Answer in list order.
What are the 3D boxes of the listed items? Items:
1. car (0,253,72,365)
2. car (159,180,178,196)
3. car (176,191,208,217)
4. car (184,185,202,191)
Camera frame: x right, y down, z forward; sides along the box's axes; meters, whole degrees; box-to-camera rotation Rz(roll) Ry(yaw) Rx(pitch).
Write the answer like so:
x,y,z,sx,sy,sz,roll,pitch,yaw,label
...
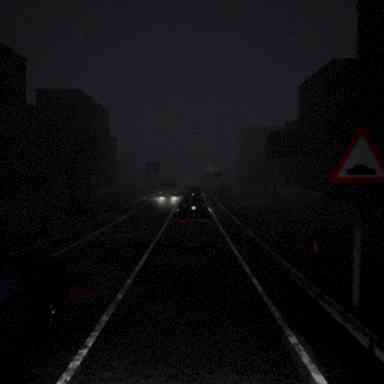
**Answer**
x,y,z,sx,sy,sz,roll,pitch,yaw,label
-3.091,1.507,3.708,2.033,1.411,5.357,0,1,0,car
-3.083,-0.568,44.369,2.150,2.045,5.566,0,4,0,car
0.104,0.926,23.685,1.994,1.385,4.181,0,3,0,car
0.107,-0.080,40.858,1.837,1.490,4.892,0,3,0,car
